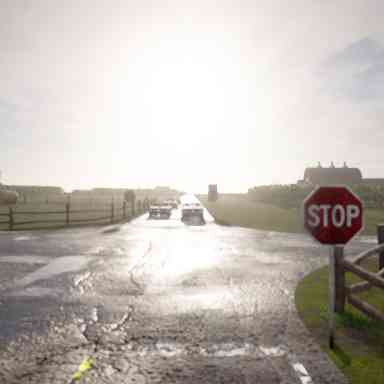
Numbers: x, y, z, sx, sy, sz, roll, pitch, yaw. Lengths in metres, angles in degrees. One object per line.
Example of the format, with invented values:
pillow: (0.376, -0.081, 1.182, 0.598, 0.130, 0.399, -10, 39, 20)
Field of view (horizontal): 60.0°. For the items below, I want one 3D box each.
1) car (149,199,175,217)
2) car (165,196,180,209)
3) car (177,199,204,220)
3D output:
car: (-2.908, 1.596, 31.164, 1.895, 1.301, 4.718, 0, 0, 0)
car: (-2.934, 1.499, 45.003, 1.837, 1.490, 4.892, 0, 1, 0)
car: (0.045, 1.542, 28.209, 2.033, 1.411, 5.357, 0, 0, 0)
